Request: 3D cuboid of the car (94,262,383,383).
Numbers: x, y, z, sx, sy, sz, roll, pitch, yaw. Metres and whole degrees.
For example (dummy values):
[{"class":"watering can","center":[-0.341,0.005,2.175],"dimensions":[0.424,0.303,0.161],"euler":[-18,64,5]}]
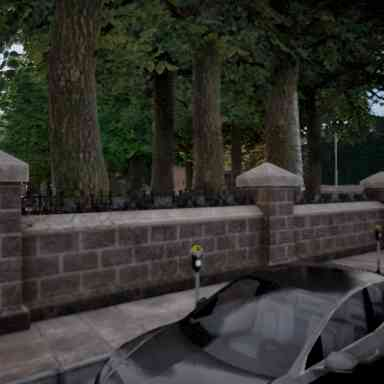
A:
[{"class":"car","center":[1.144,1.567,3.636],"dimensions":[4.313,1.339,1.947],"euler":[0,-1,-36]}]
